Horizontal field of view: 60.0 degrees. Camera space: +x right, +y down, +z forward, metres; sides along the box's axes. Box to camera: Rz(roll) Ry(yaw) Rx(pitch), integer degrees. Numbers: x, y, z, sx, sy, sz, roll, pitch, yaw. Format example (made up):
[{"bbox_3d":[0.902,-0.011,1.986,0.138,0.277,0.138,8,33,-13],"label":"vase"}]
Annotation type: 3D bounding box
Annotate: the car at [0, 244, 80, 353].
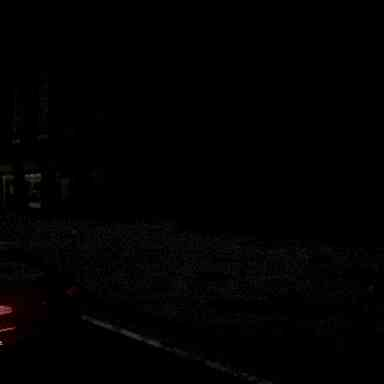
[{"bbox_3d":[-3.588,1.553,5.572,4.206,1.307,1.802,0,0,36],"label":"car"}]
